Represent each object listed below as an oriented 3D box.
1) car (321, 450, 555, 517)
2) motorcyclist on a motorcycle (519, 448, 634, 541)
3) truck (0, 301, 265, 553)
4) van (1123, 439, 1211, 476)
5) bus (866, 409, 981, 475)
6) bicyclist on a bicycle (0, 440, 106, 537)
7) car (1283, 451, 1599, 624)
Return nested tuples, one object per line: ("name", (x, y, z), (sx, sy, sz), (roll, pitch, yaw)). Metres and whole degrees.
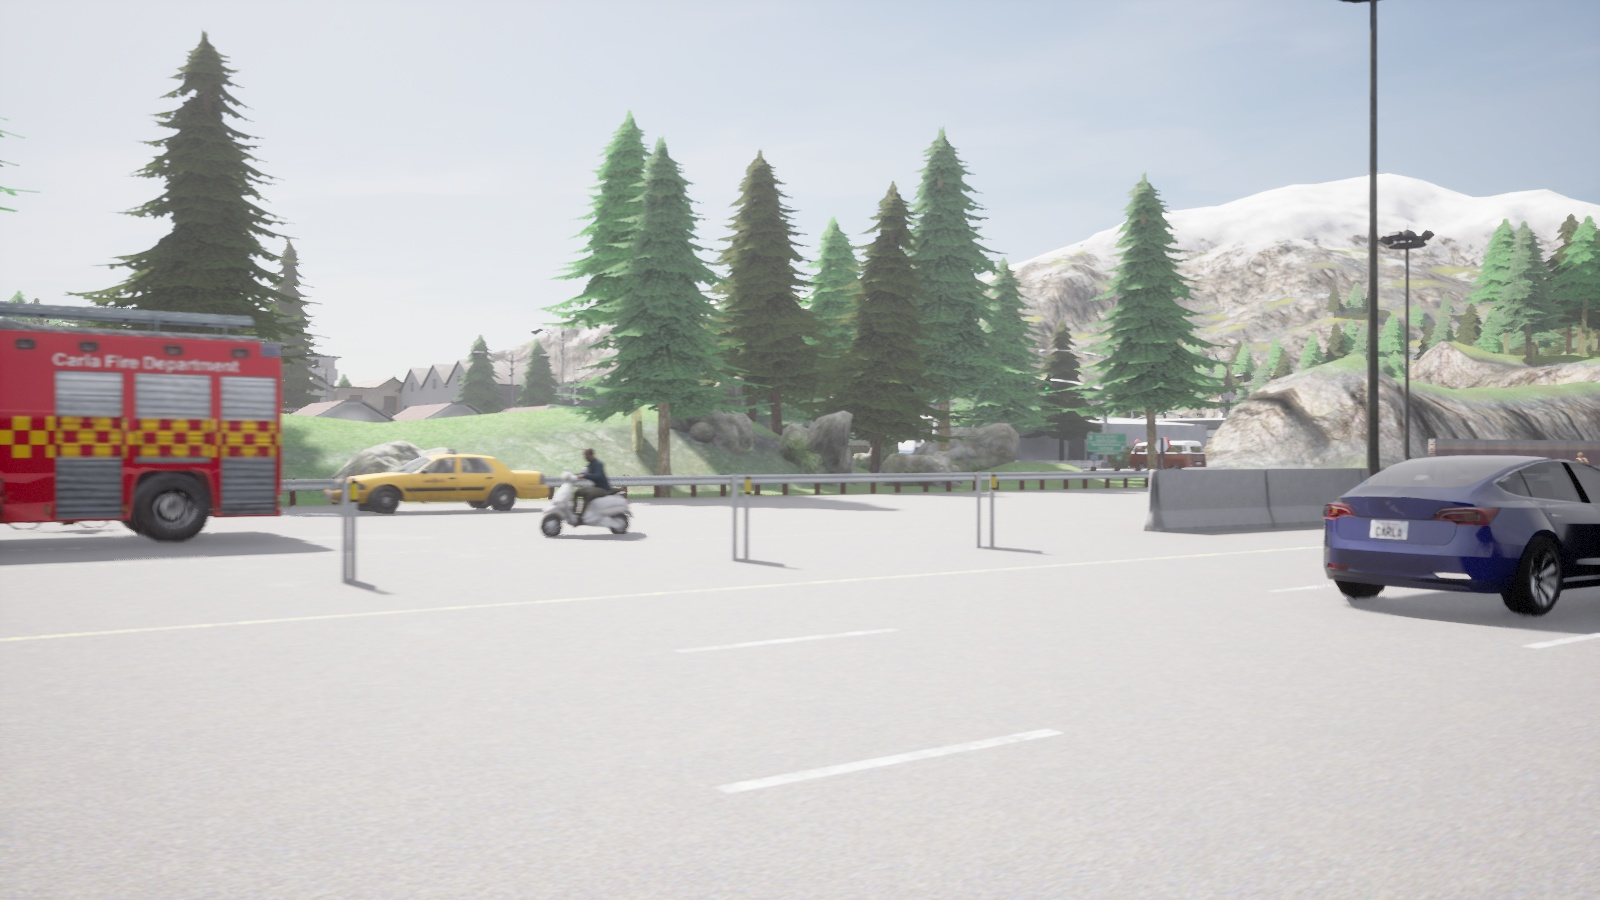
("car", (-9.007, 0.780, 31.504), (5.366, 1.575, 1.801), (0, 0, -35))
("motorcyclist on a motorcycle", (-3.949, 0.761, 22.231), (1.817, 1.590, 0.866), (0, 0, -35))
("truck", (-13.342, -0.343, 19.964), (8.468, 3.827, 2.891), (0, 0, -35))
("van", (21.014, 0.404, 72.043), (2.069, 2.038, 4.480), (0, 0, -35))
("bus", (8.462, -0.586, 88.169), (3.944, 4.253, 10.273), (2, 0, -19))
("bicyclist on a bicycle", (-14.163, 0.703, 23.652), (1.843, 1.776, 0.659), (0, 0, -35))
("car", (7.435, 0.761, 13.097), (4.792, 1.488, 2.163), (0, 0, -35))
